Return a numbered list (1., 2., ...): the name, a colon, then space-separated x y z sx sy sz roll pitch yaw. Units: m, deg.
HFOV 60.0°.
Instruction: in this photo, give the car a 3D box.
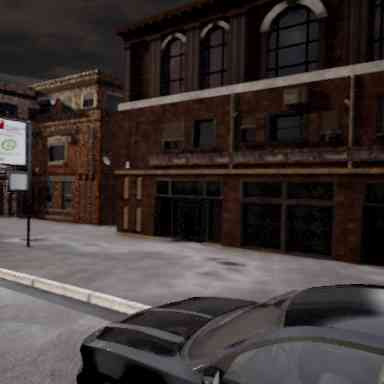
1. car: 1.208 1.478 2.398 5.008 1.535 2.097 0 0 36
